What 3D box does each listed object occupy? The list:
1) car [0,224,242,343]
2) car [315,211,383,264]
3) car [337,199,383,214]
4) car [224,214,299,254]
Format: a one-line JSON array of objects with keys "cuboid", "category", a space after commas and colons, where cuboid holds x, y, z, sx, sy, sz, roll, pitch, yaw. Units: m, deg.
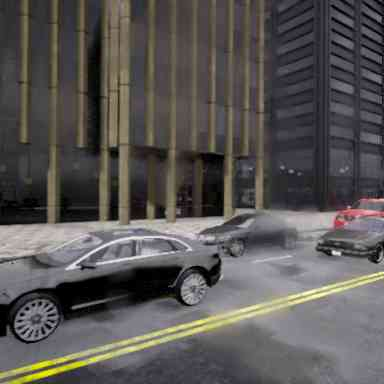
[{"cuboid": [-1.608, 1.508, 6.528, 4.902, 1.511, 2.128, 1, 0, -35], "category": "car"}, {"cuboid": [6.965, 1.669, 12.608, 5.357, 1.411, 2.033, 1, 0, -36], "category": "car"}, {"cuboid": [10.506, 1.408, 19.086, 5.566, 2.045, 2.150, 1, 0, -35], "category": "car"}, {"cuboid": [2.365, 1.610, 13.331, 4.674, 1.442, 1.812, 1, 0, -35], "category": "car"}]
